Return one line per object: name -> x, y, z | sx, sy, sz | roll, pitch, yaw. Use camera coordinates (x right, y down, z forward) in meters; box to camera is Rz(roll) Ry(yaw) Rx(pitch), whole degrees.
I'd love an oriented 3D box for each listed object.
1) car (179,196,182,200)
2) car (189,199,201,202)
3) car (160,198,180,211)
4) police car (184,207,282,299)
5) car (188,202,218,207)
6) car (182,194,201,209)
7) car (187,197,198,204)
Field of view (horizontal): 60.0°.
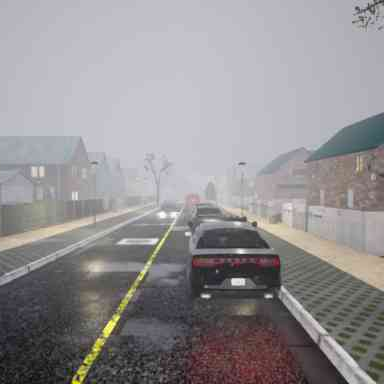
car -> -2.582, 1.749, 91.353 | 2.128, 1.511, 4.902 | 0, 0, 0
car -> 0.869, 1.518, 24.490 | 1.837, 1.490, 4.892 | 0, 0, 0
car -> -2.775, 1.643, 40.642 | 1.895, 1.301, 4.718 | 0, 0, 0
police car -> 0.840, 1.424, 8.598 | 1.930, 1.638, 5.238 | 0, 0, 0
car -> 0.859, 1.511, 18.489 | 1.837, 1.490, 4.892 | 0, 0, 0
car -> 0.120, 1.280, 46.803 | 2.150, 2.045, 5.566 | 0, 0, 1
car -> 0.121, 1.675, 66.029 | 2.033, 1.411, 5.357 | 0, 0, 0
